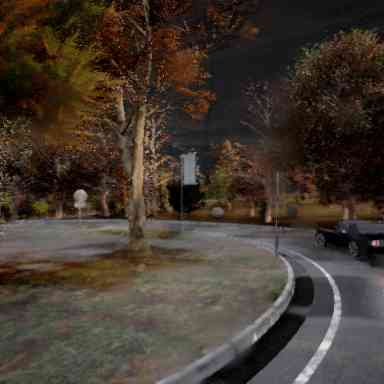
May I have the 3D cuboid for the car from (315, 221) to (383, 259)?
[{"bbox_3d":[6.881,1.859,13.849,1.895,1.301,4.718,0,-1,-2],"label":"car"}]
